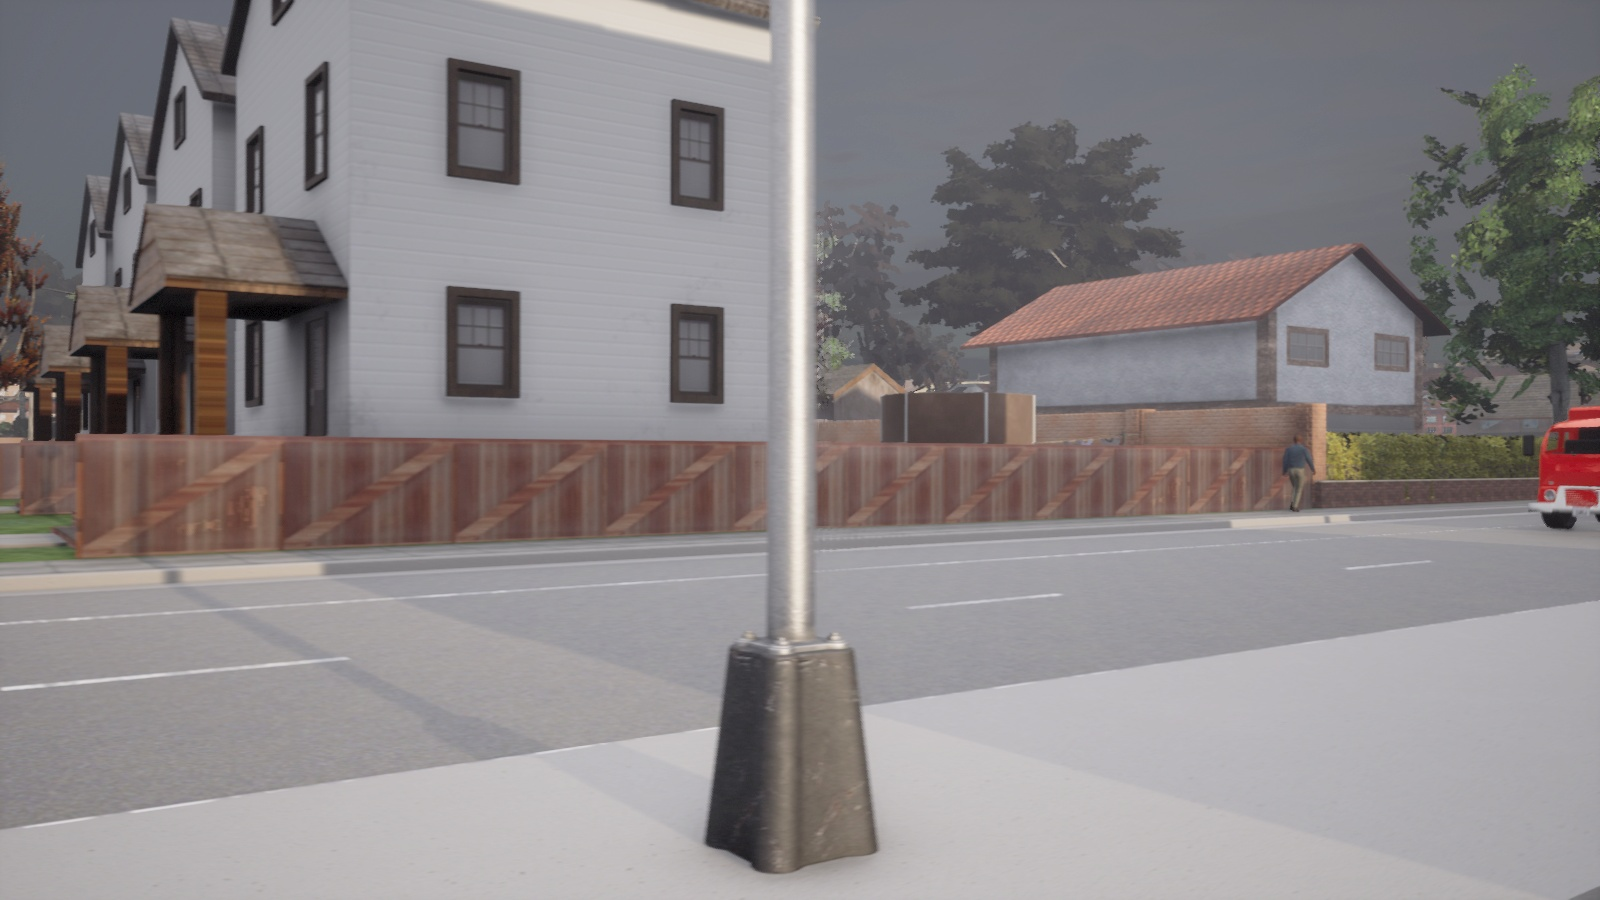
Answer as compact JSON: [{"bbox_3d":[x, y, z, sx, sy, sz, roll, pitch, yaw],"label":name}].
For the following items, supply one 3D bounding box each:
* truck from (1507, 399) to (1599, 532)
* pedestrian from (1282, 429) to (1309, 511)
[{"bbox_3d":[16.781,0.282,25.087,5.204,2.467,2.627,0,0,-35],"label":"truck"},{"bbox_3d":[11.270,0.444,28.550,0.370,1.835,0.726,0,0,39],"label":"pedestrian"}]
